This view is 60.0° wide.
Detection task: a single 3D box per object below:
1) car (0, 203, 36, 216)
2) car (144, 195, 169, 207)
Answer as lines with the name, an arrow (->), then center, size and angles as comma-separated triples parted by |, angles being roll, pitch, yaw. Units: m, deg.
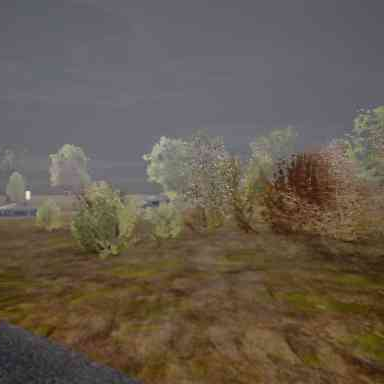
car -> -18.868, 1.853, 35.964 | 1.994, 1.385, 4.181 | -1, 0, 37
car -> -5.929, 1.518, 52.827 | 2.150, 2.045, 5.566 | -1, 0, 39
